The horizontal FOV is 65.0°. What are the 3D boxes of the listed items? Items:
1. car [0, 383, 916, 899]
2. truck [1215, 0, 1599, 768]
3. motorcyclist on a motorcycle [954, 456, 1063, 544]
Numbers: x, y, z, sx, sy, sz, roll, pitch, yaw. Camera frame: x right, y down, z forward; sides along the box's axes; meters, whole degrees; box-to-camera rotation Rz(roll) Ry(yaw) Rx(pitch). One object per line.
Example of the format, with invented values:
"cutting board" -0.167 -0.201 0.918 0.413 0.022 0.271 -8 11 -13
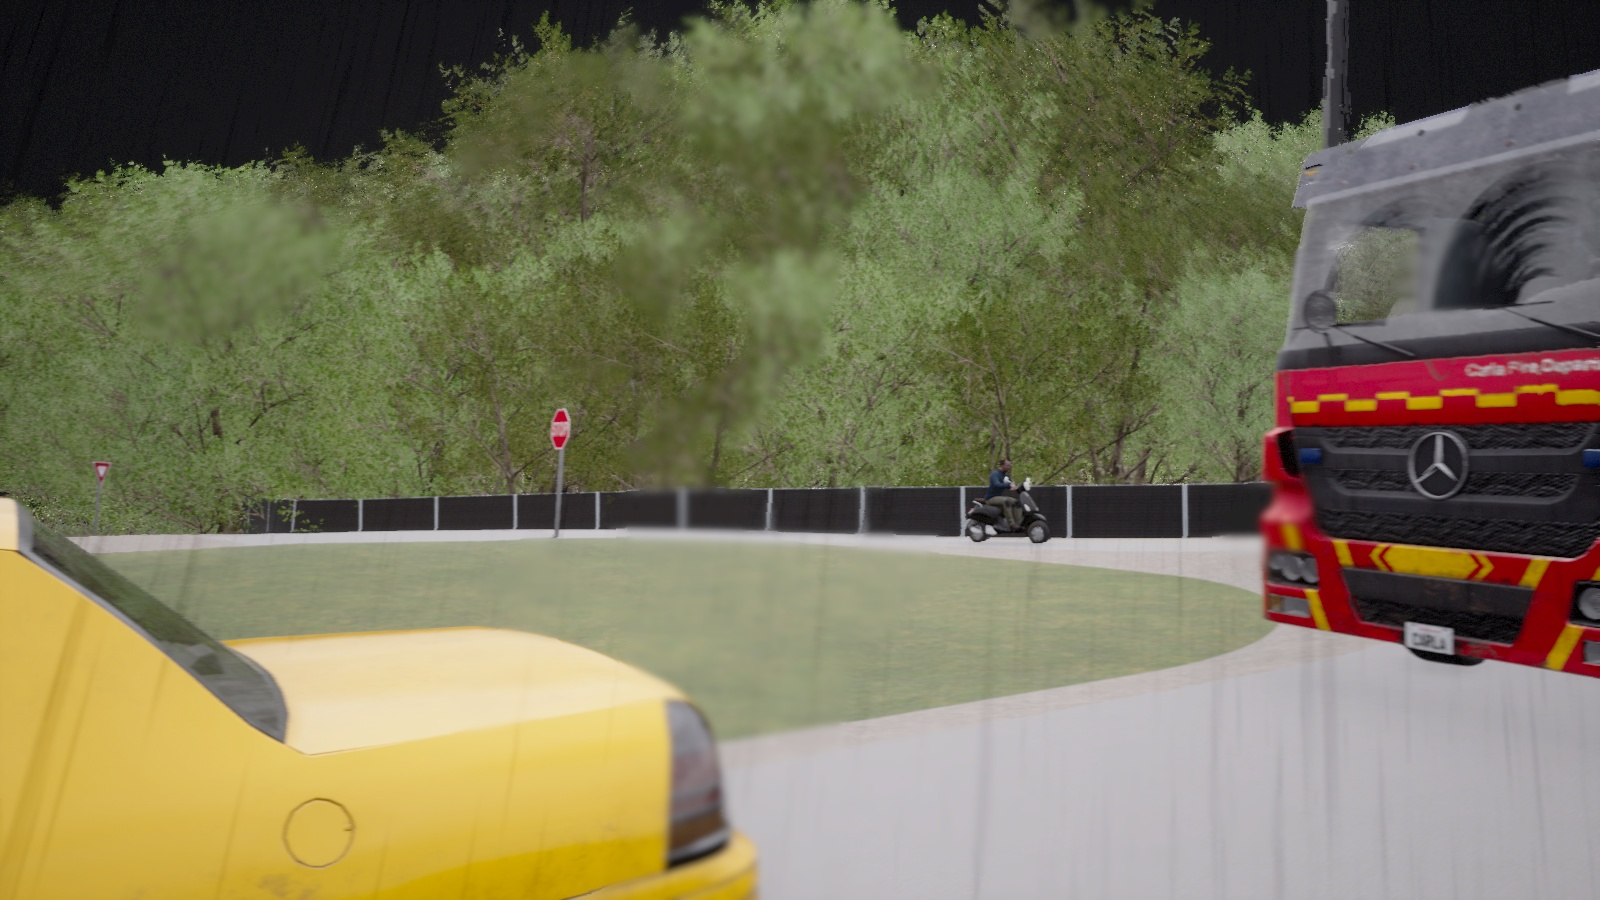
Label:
"car" -2.465 0.695 1.948 5.366 1.575 1.801 0 0 -35
"truck" 7.184 -0.482 8.548 8.468 3.827 2.891 -1 0 -23
"motorcyclist on a motorcycle" 3.879 0.940 23.429 1.817 1.590 0.866 -2 -4 42
